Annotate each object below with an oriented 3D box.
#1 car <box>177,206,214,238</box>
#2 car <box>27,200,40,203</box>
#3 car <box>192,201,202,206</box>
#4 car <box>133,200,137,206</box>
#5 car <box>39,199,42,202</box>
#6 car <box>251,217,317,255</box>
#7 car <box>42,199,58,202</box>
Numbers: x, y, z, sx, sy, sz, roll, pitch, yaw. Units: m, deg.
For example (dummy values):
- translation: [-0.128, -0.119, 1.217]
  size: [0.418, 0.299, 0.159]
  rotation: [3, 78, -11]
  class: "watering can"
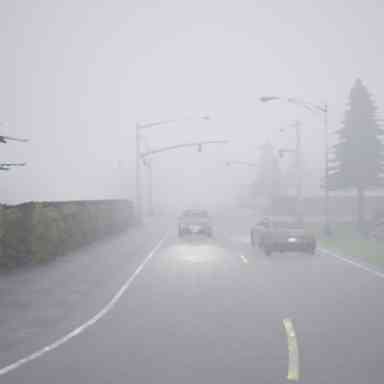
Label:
- translation: [0.230, 1.795, 19.716]
  size: [2.128, 1.511, 4.902]
  rotation: [-1, -1, 1]
  class: "car"
- translation: [-28.192, 2.487, 56.735]
  size: [1.845, 1.501, 3.633]
  rotation: [-1, -1, 1]
  class: "car"
- translation: [1.124, 2.570, 68.204]
  size: [2.033, 1.411, 5.357]
  rotation: [-1, -1, 1]
  class: "car"
- translation: [-12.721, 2.648, 74.731]
  size: [1.845, 1.501, 3.633]
  rotation: [-1, -1, 1]
  class: "car"
- translation: [-34.212, 2.586, 75.044]
  size: [1.905, 1.878, 3.866]
  rotation: [-1, -1, 1]
  class: "car"
- translation: [3.730, 1.746, 14.176]
  size: [1.994, 1.385, 4.181]
  rotation: [-1, -1, 1]
  class: "car"
- translation: [-31.296, 2.580, 75.377]
  size: [1.932, 1.855, 4.605]
  rotation: [-1, -1, 1]
  class: "car"
